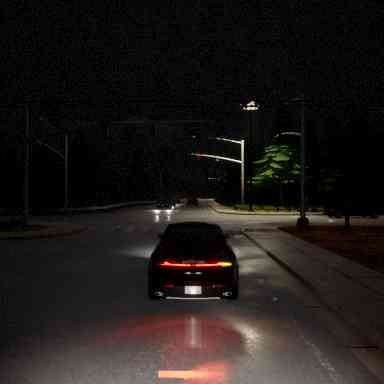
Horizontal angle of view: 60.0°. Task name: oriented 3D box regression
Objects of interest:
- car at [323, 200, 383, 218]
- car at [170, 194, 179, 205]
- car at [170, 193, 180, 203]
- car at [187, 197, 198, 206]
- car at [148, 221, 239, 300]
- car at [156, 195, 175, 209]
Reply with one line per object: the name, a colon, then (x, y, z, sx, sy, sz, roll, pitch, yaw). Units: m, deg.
car: (14.256, 1.504, 29.533, 5.008, 1.535, 1.882, 0, 0, 1)
car: (-3.642, 1.547, 54.764, 2.033, 1.411, 5.357, 0, 0, 0)
car: (-3.507, 1.221, 65.395, 2.150, 2.045, 5.566, 0, 0, 1)
car: (0.036, 1.547, 54.831, 2.033, 1.411, 5.357, 0, 0, 0)
car: (0.039, 1.501, 8.375, 1.837, 1.490, 4.892, 0, 0, 0)
car: (-3.647, 1.505, 44.317, 1.837, 1.490, 4.892, 0, 0, 0)
